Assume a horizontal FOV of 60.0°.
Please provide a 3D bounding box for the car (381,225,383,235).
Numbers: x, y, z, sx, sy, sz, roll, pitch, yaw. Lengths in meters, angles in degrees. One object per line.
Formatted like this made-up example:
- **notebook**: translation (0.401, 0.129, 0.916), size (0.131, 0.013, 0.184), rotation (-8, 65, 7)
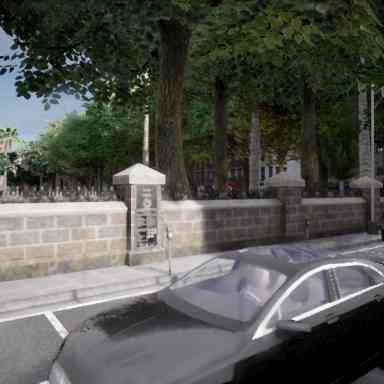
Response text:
- **car**: translation (9.700, 1.310, 13.463), size (5.009, 1.841, 2.192), rotation (0, 0, -36)

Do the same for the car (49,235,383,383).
- **car**: translation (0.915, 1.491, 4.032), size (4.902, 1.511, 2.128), rotation (0, 0, -36)
